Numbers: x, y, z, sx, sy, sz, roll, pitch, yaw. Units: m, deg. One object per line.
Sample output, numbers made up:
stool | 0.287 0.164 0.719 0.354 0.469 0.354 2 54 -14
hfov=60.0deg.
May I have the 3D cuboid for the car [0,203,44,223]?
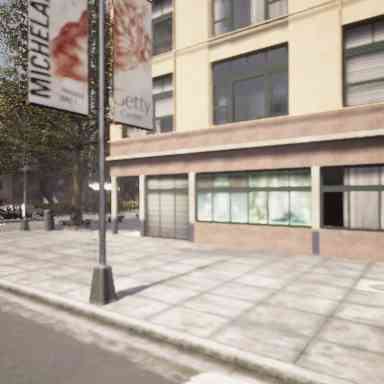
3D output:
car | -14.810 1.705 27.535 2.128 1.511 4.902 -1 0 35
